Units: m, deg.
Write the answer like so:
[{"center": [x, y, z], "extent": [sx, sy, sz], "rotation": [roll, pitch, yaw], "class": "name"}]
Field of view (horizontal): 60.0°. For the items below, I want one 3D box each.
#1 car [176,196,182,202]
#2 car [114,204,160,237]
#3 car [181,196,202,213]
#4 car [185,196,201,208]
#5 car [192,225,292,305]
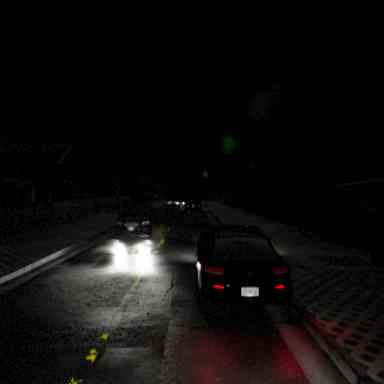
[{"center": [-2.605, 1.600, 76.210], "extent": [1.895, 1.301, 4.718], "rotation": [0, 0, 0], "class": "car"}, {"center": [-2.816, 1.433, 17.846], "extent": [2.128, 1.511, 4.902], "rotation": [0, 0, 0], "class": "car"}, {"center": [0.148, 1.445, 36.018], "extent": [2.033, 1.411, 5.357], "rotation": [0, 0, 1], "class": "car"}, {"center": [0.097, 1.390, 46.612], "extent": [2.128, 1.511, 4.902], "rotation": [0, 0, 0], "class": "car"}, {"center": [0.978, 1.501, 7.880], "extent": [1.812, 1.442, 4.674], "rotation": [0, 0, 0], "class": "car"}]
